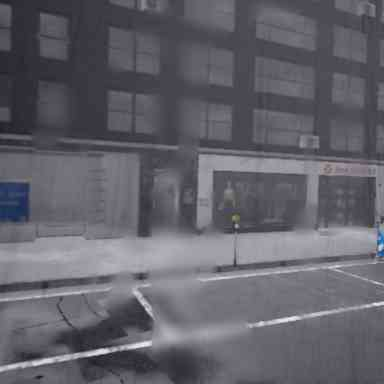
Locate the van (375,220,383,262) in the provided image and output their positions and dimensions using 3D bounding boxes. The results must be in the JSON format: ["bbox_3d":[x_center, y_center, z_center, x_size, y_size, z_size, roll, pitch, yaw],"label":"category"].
[{"bbox_3d":[6.896,1.269,9.077,3.998,1.788,1.690,1,2,-23],"label":"van"}]
